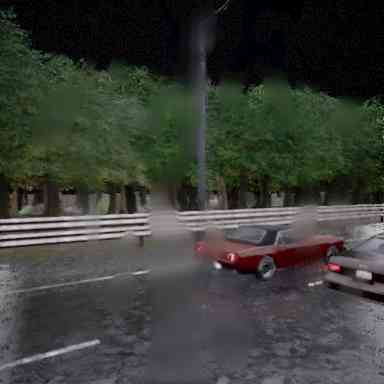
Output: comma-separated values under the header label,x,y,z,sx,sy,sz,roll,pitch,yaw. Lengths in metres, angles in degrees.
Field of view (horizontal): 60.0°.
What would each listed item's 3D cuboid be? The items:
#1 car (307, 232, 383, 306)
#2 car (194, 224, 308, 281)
label,x,y,z,sx,sy,sz,roll,pitch,yaw
car,5.198,1.561,7.498,5.357,1.411,2.033,0,0,-35
car,2.489,1.607,9.868,4.718,1.301,1.895,0,1,-35
